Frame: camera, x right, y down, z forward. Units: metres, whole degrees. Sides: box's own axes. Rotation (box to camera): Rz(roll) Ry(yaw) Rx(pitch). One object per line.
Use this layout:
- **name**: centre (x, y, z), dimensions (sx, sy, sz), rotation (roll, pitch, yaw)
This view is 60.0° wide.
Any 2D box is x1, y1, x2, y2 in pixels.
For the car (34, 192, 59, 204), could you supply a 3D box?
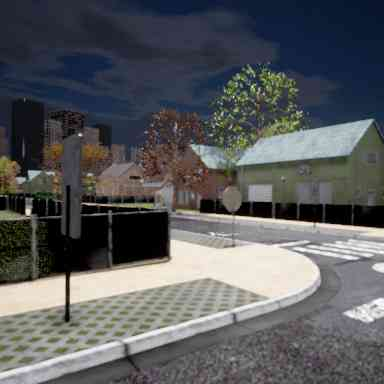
- **car**: centre (-20.183, 0.982, 45.936), dimensions (2.150, 2.045, 5.566), rotation (1, 0, -37)
